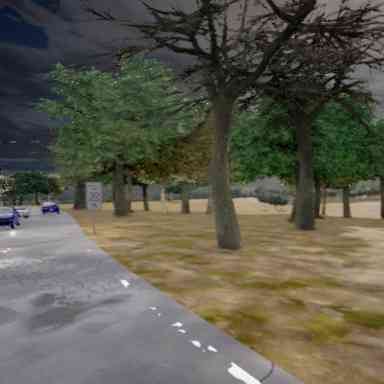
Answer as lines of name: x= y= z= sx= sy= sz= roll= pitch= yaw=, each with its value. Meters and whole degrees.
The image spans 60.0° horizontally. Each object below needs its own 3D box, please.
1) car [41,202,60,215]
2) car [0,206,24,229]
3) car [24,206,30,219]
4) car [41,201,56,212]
car: x=-18.342 y=2.092 z=43.287 sx=1.882 sy=1.535 sz=5.008 roll=-1 pitch=-1 yaw=-24
car: x=-13.825 y=1.841 z=24.431 sx=1.882 sy=1.535 sz=5.008 roll=-1 pitch=-1 yaw=-22
car: x=-18.104 y=2.131 z=34.852 sx=1.895 sy=1.301 sz=4.718 roll=-1 pitch=-1 yaw=-23
car: x=-22.781 y=2.296 z=52.618 sx=1.882 sy=1.535 sz=5.008 roll=-1 pitch=-1 yaw=-26
